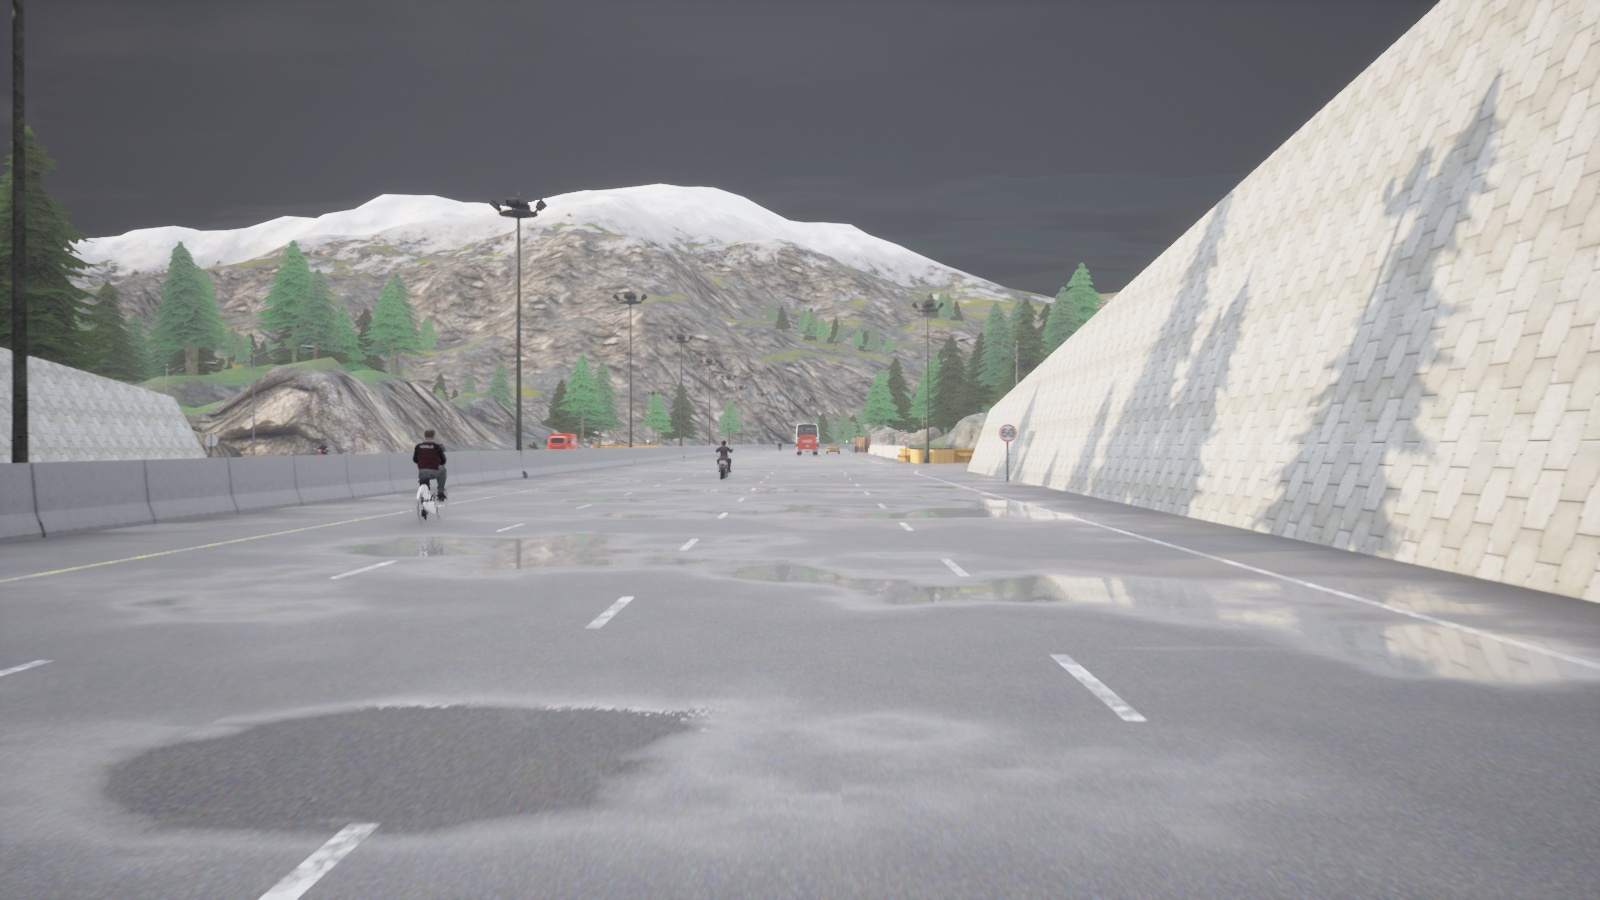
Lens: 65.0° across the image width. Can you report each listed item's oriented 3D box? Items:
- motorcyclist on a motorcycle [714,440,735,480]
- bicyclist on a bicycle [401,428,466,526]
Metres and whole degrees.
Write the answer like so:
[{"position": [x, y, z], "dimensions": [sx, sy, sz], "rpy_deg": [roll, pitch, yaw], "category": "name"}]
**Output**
[{"position": [-3.182, 0.395, 53.057], "dimensions": [0.766, 1.649, 2.350], "rpy_deg": [0, 0, 0], "category": "motorcyclist on a motorcycle"}, {"position": [-6.850, 0.479, 23.559], "dimensions": [0.659, 1.776, 1.843], "rpy_deg": [0, 1, 0], "category": "bicyclist on a bicycle"}]
